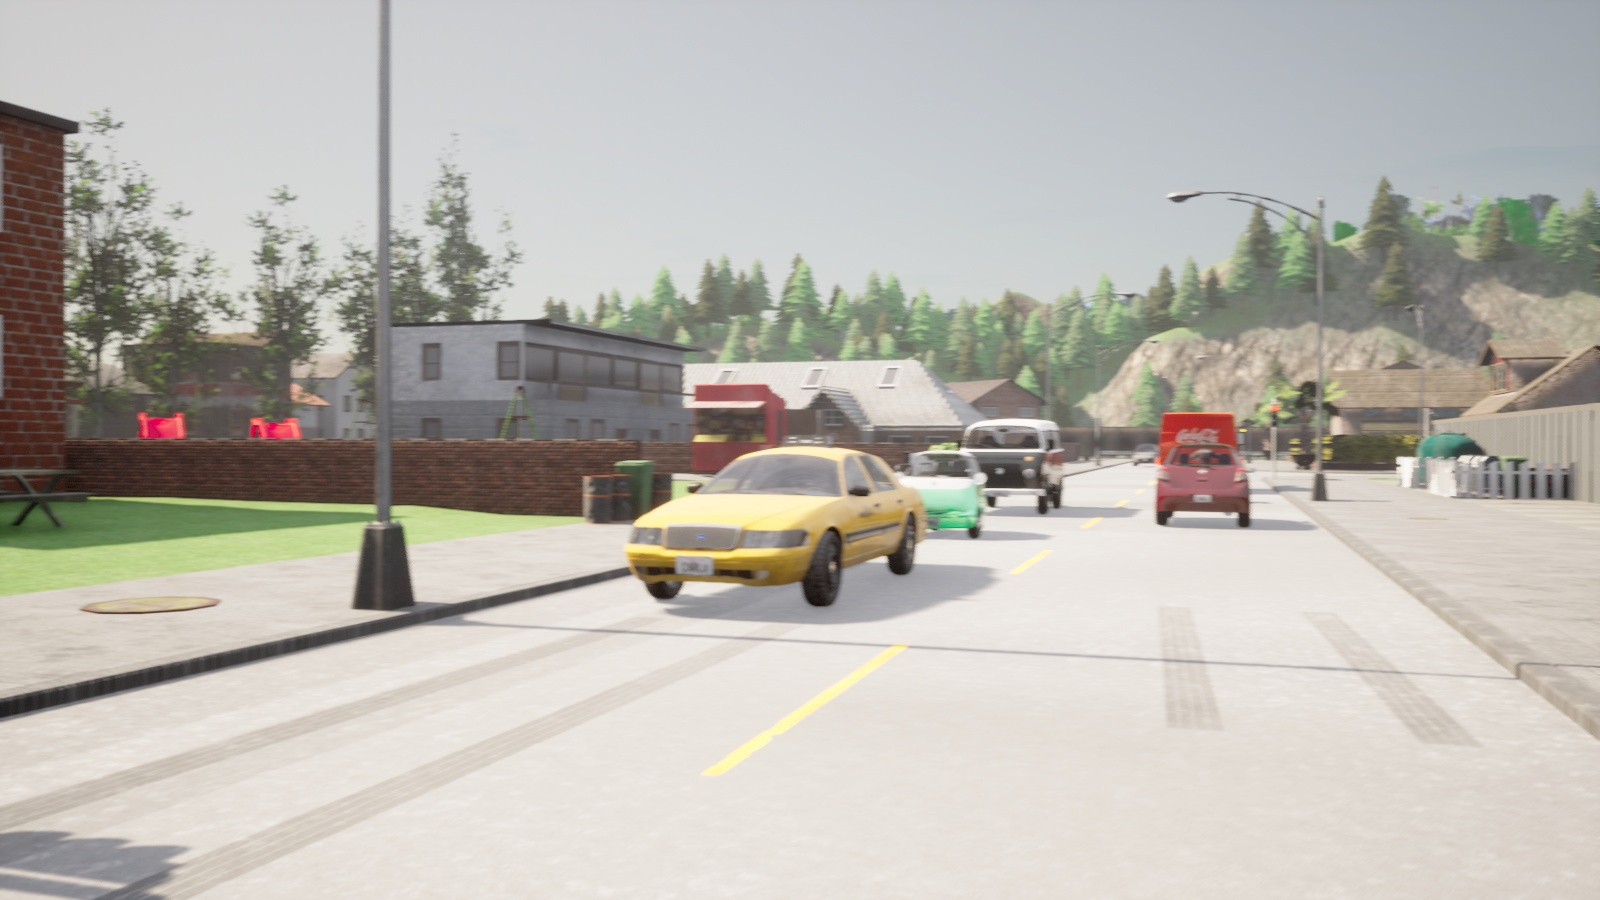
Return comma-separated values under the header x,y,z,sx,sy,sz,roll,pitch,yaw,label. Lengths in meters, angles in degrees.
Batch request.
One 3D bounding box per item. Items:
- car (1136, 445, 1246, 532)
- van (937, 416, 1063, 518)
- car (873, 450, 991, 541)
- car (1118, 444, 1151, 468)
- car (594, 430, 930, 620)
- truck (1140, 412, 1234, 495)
x,y,z,sx,sy,sz,roll,pitch,yaw,label
7.424,0.655,23.756,1.845,1.501,3.633,0,0,18,car
4.492,0.327,27.655,2.069,2.038,4.480,0,0,18,van
2.178,0.690,20.392,1.481,1.376,2.207,0,0,18,car
21.990,0.376,82.392,1.845,1.501,3.633,0,0,19,car
-0.098,0.606,13.244,1.801,1.575,5.366,0,0,18,car
12.468,0.081,40.181,2.627,2.467,5.204,0,0,20,truck
